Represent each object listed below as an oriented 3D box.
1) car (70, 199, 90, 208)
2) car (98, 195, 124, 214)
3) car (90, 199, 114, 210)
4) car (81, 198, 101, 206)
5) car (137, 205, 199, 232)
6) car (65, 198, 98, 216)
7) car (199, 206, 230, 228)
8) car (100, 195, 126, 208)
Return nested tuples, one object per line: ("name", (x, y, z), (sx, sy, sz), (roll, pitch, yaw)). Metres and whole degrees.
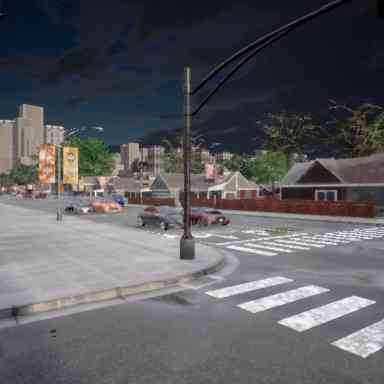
("car", (-19.431, 1.886, 57.591), (2.033, 1.411, 5.357), (0, 0, -34))
("car", (-9.773, 1.569, 38.094), (2.097, 1.767, 4.553), (0, 0, -35))
("car", (-13.382, 1.785, 49.106), (1.837, 1.490, 4.892), (0, 0, -35))
("car", (-19.115, 1.906, 62.605), (2.033, 1.411, 5.357), (0, 0, -35))
("car", (-1.881, 1.611, 21.371), (1.837, 1.490, 4.892), (0, 0, -35))
("car", (-12.286, 1.708, 36.019), (2.128, 1.511, 4.902), (0, 0, -35))
("car", (0.740, 1.670, 23.294), (1.994, 1.385, 4.181), (0, 0, -35))
("car", (-12.966, 1.522, 54.124), (2.150, 2.045, 5.566), (0, 0, -36))
